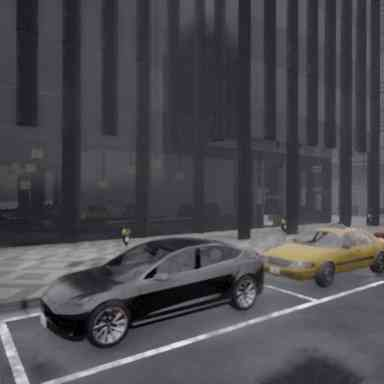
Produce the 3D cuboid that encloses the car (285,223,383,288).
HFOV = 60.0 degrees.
[{"bbox_3d":[3.978,1.607,9.492,4.829,1.417,1.752,1,-1,-35],"label":"car"}]

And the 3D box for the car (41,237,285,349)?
[{"bbox_3d":[-0.477,1.595,6.314,4.313,1.339,1.947,1,-1,-35],"label":"car"}]
